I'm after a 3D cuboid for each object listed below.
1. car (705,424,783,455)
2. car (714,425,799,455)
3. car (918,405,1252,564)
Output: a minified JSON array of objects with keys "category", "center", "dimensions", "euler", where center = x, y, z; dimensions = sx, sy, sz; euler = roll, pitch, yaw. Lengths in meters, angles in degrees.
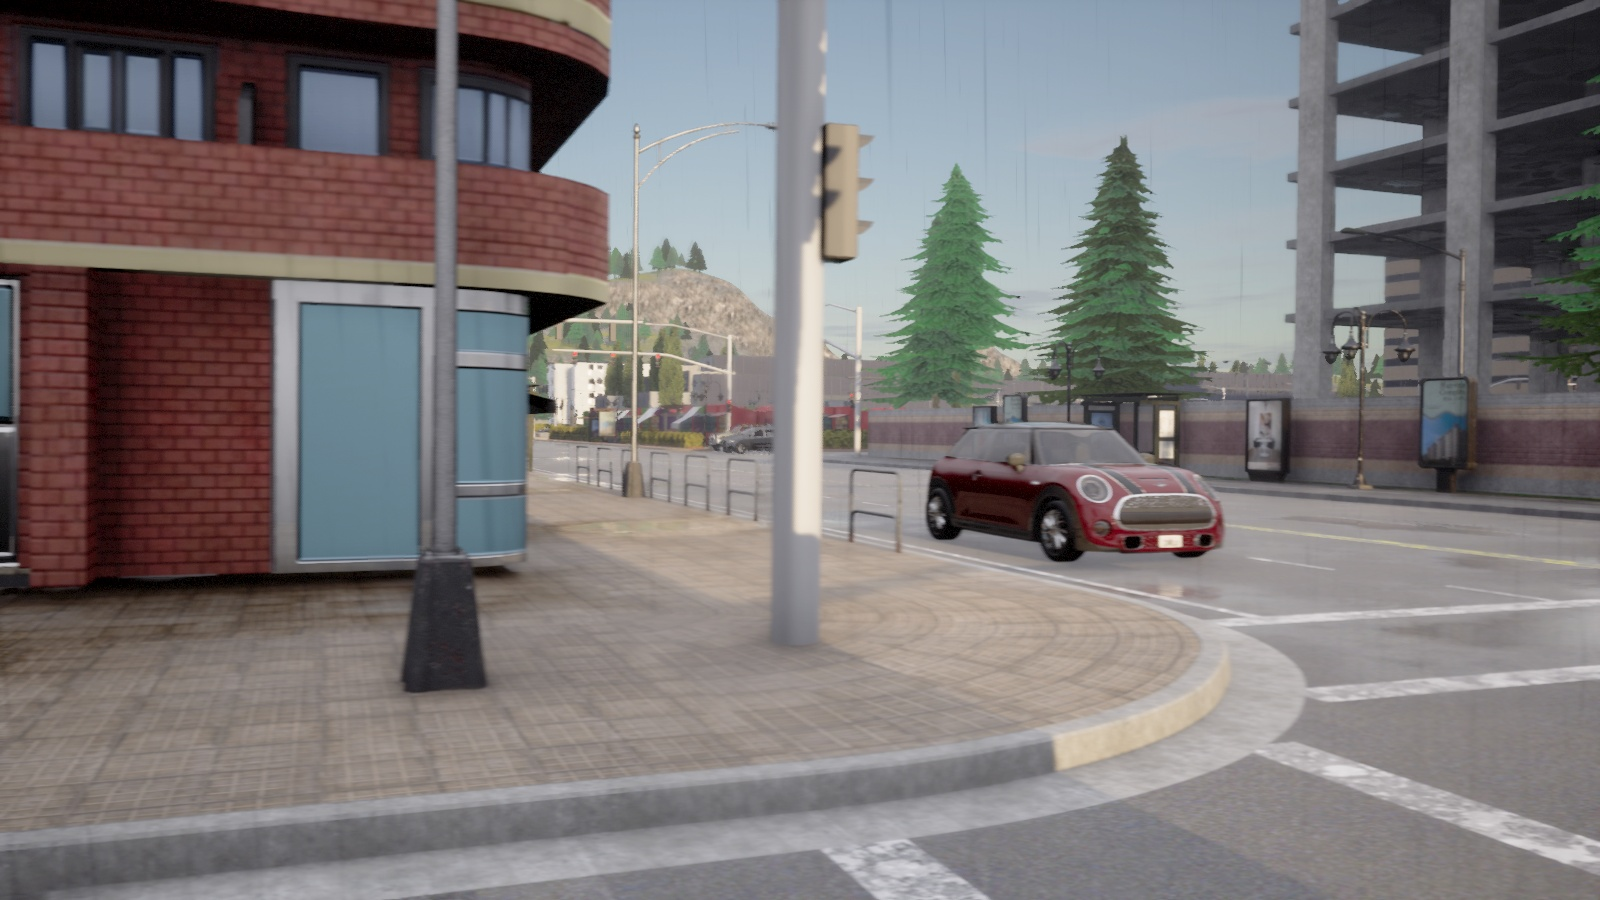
[{"category":"car","center":[-3.577,-0.701,80.187],"dimensions":[4.605,1.855,1.932],"euler":[-1,1,-22]},{"category":"car","center":[-2.656,-0.608,76.542],"dimensions":[4.611,1.667,2.242],"euler":[-2,1,-26]},{"category":"car","center":[3.519,0.350,16.521],"dimensions":[2.097,1.767,4.553],"euler":[-1,1,-21]}]
